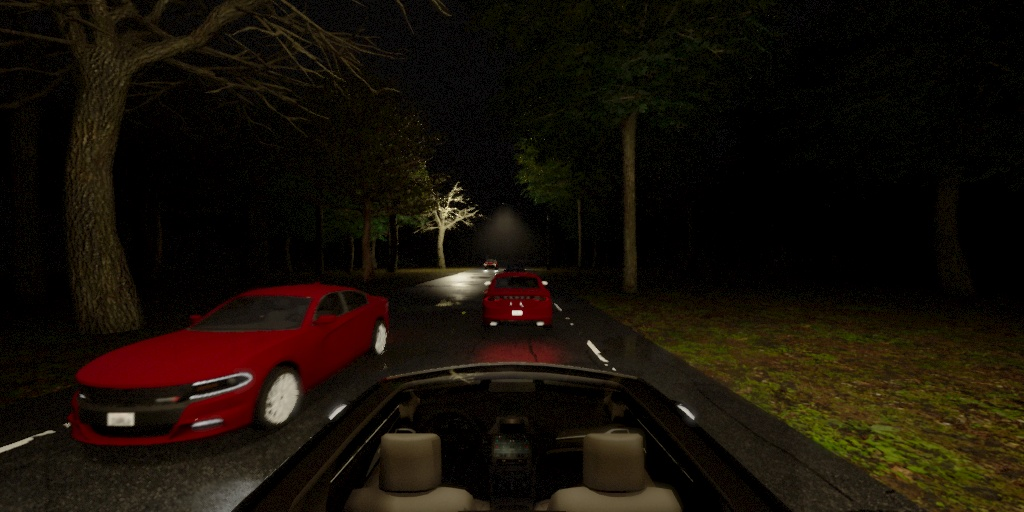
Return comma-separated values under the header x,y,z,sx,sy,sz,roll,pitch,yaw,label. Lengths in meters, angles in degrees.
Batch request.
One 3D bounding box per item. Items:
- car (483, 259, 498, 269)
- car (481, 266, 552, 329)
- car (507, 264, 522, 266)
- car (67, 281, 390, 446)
x,y,z,sx,sy,sz,roll,pitch,yaw,label
-3.338,1.313,57.012,2.097,1.767,4.553,0,0,1,car
0.135,1.240,11.305,1.882,1.535,5.008,0,0,0,car
0.203,1.363,29.155,2.033,1.411,5.357,0,0,0,car
-3.583,1.231,5.788,1.882,1.535,5.008,0,0,0,car
